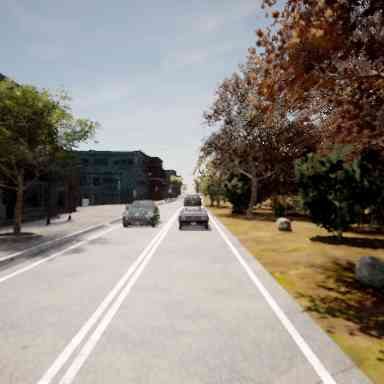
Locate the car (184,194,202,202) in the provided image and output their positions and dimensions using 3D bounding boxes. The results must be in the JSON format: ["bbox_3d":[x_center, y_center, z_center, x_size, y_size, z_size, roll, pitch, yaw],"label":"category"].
[{"bbox_3d":[0.144,1.332,42.747,2.150,2.045,5.566,0,0,0],"label":"car"}]

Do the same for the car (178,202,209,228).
[{"bbox_3d":[0.102,1.605,22.162,1.895,1.301,4.718,0,0,0],"label":"car"}]

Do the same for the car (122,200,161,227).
[{"bbox_3d":[-3.344,1.356,22.613,2.097,1.767,4.553,0,0,0],"label":"car"}]
